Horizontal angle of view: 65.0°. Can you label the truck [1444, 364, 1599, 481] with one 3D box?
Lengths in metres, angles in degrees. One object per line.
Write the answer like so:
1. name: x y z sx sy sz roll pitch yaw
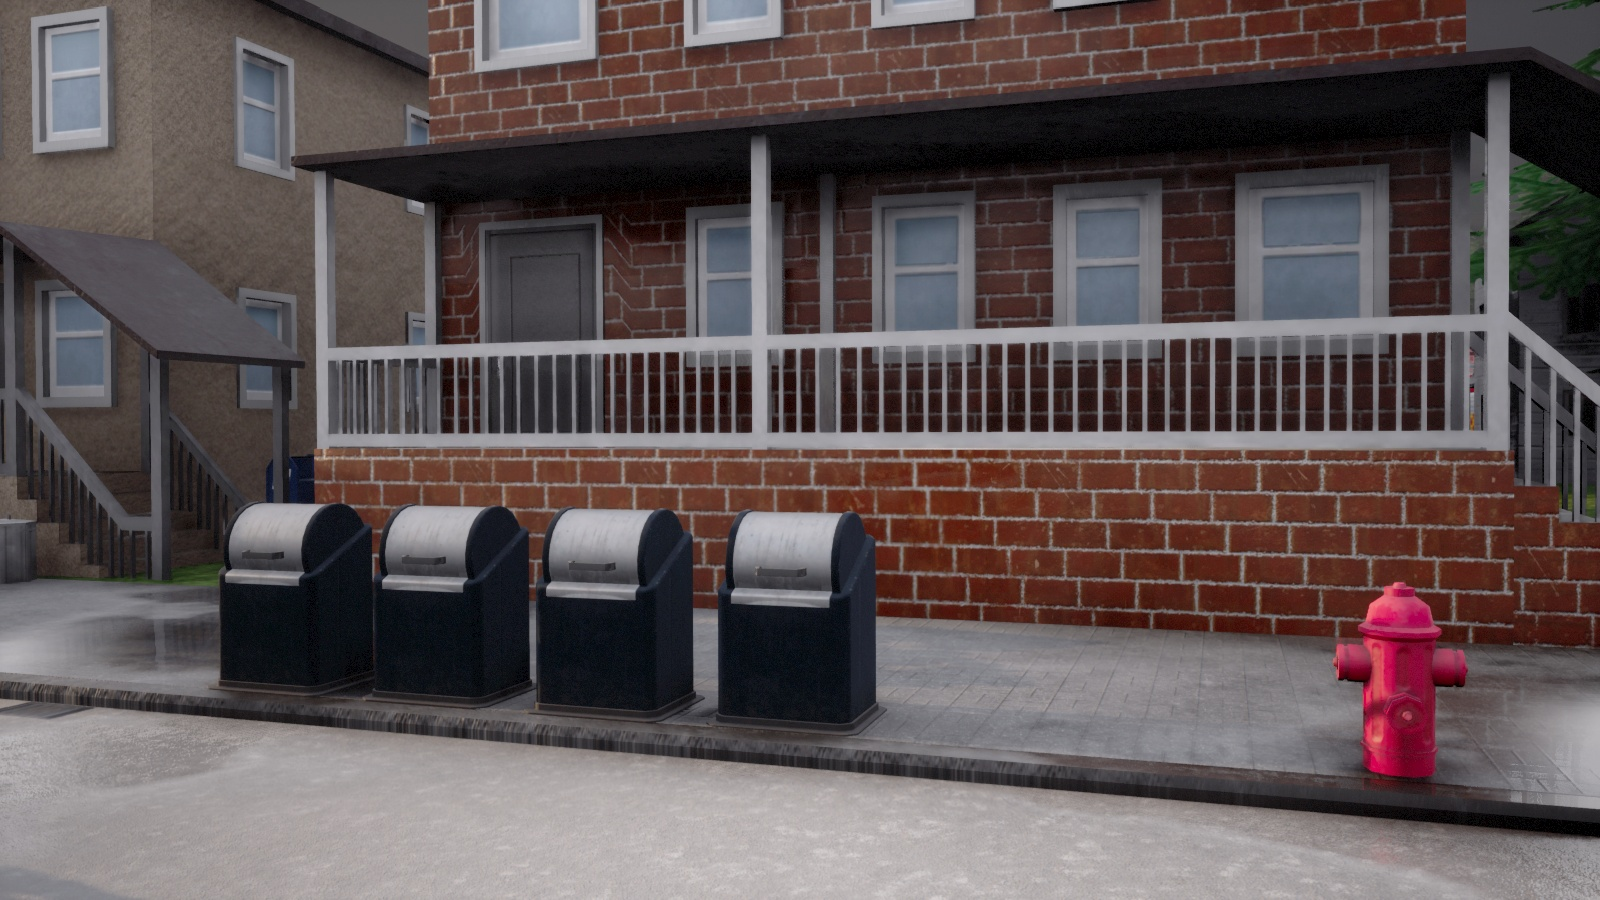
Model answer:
1. truck: 26.759 -0.918 42.503 8.468 3.827 2.891 1 1 18
